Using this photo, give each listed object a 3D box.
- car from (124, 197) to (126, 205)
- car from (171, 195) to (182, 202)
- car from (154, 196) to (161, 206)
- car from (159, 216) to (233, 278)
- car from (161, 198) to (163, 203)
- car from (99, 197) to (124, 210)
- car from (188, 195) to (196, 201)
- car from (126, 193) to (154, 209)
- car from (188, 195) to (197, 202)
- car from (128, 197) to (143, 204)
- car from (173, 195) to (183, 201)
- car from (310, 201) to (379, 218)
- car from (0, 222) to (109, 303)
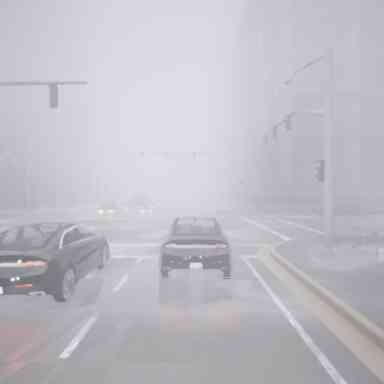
[{"bbox_3d":[-10.519,1.500,51.691,1.812,1.442,4.674,0,0,0],"label":"car"},{"bbox_3d":[-3.407,1.461,71.717,1.837,1.490,4.892,0,0,0],"label":"car"},{"bbox_3d":[-7.002,1.464,55.600,2.128,1.511,4.902,0,0,0],"label":"car"},{"bbox_3d":[0.101,1.486,10.097,2.128,1.511,4.902,0,0,0],"label":"car"},{"bbox_3d":[-6.914,1.514,66.165,2.033,1.411,5.357,0,0,0],"label":"car"},{"bbox_3d":[-10.542,1.543,43.046,1.994,1.385,4.181,0,0,0],"label":"car"},{"bbox_3d":[0.106,1.420,81.415,1.882,1.535,5.008,0,0,0],"label":"car"},{"bbox_3d":[-7.028,1.199,45.386,2.150,2.045,5.566,0,0,1],"label":"car"},{"bbox_3d":[0.094,1.556,72.369,1.895,1.301,4.718,0,0,0],"label":"car"},{"bbox_3d":[-10.451,1.570,61.547,1.895,1.301,4.718,0,0,1],"label":"car"},{"bbox_3d":[-3.394,1.482,81.419,2.033,1.411,5.357,0,0,0],"label":"car"},{"bbox_3d":[13.250,1.477,29.004,5.357,1.411,2.033,0,0,0],"label":"car"},{"bbox_3d":[-3.418,1.488,8.176,2.128,1.511,4.902,0,0,0],"label":"car"}]
